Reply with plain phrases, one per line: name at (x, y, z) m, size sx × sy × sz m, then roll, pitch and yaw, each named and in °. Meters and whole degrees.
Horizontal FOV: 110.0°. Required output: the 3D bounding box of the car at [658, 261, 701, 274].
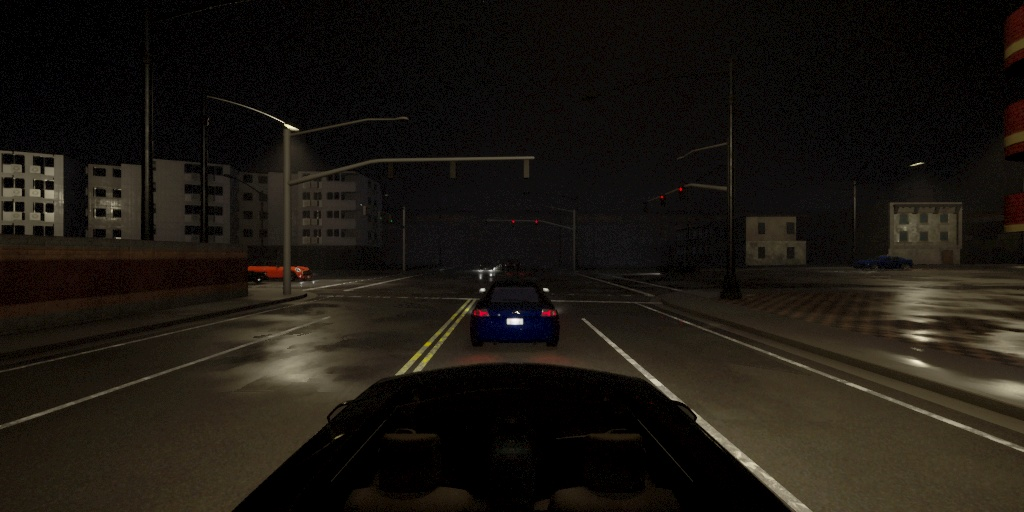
car at (17.722, 1.178, 38.055) m, size 4.181 × 1.385 × 1.994 m, roll -1°, pitch 0°, yaw 1°

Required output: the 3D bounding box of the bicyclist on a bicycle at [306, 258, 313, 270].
bicyclist on a bicycle at (-25.562, 1.050, 45.223) m, size 0.582 × 1.620 × 1.656 m, roll 0°, pitch 0°, yaw 0°

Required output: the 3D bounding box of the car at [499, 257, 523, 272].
car at (0.017, 1.103, 46.042) m, size 2.097 × 1.767 × 4.553 m, roll 0°, pitch 0°, yaw -8°

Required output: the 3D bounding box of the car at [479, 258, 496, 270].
car at (-3.746, 1.255, 53.710) m, size 1.837 × 1.490 × 4.892 m, roll 0°, pitch 0°, yaw 0°

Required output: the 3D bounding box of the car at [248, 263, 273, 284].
car at (-19.921, 1.351, 25.132) m, size 4.718 × 1.301 × 1.895 m, roll 0°, pitch 0°, yaw 1°

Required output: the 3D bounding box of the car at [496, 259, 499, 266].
car at (-3.753, 1.275, 63.080) m, size 1.812 × 1.442 × 4.674 m, roll 0°, pitch 0°, yaw 0°

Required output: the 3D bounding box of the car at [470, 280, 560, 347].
car at (0.063, 1.314, 9.357) m, size 1.994 × 1.385 × 4.181 m, roll 0°, pitch 0°, yaw 0°

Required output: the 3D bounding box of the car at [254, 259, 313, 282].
car at (-18.463, 1.102, 28.582) m, size 4.553 × 1.767 × 2.097 m, roll 0°, pitch 0°, yaw 0°

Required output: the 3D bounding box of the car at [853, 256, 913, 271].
car at (38.915, 0.746, 37.690) m, size 5.008 × 1.535 × 1.882 m, roll -1°, pitch 0°, yaw 1°
